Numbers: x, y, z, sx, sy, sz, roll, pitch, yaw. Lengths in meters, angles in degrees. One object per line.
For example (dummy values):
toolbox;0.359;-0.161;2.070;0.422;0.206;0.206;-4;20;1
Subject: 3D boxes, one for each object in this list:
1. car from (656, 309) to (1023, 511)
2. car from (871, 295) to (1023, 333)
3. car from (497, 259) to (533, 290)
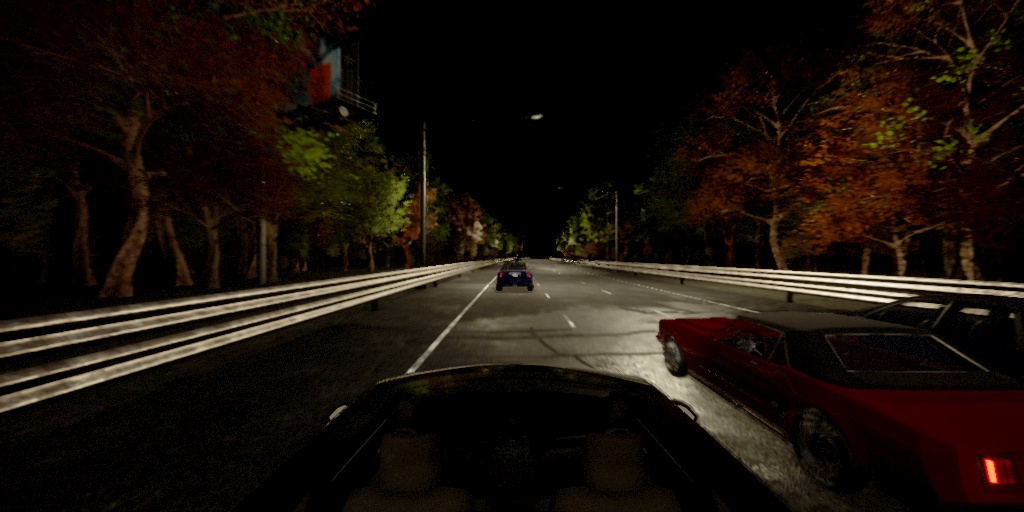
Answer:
car;3.577;1.358;4.488;1.895;1.301;4.718;0;0;0
car;7.069;1.310;5.410;2.033;1.411;5.357;0;0;0
car;0.183;1.124;22.644;2.097;1.767;4.553;0;0;1
